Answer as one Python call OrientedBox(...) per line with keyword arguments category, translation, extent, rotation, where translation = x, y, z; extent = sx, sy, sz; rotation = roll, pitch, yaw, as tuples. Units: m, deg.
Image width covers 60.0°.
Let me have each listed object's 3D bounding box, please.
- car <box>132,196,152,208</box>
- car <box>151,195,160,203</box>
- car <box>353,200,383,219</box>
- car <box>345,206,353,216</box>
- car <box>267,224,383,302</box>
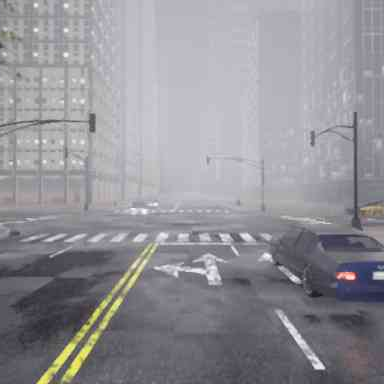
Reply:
OrientedBox(category="car", translation=(-7.138, 1.499, 46.348), extent=(1.895, 1.301, 4.718), rotation=(0, 0, -1))
OrientedBox(category="car", translation=(-7.372, 1.341, 65.191), extent=(2.128, 1.511, 4.902), rotation=(0, 0, -1))
OrientedBox(category="car", translation=(16.707, 1.474, 27.851), extent=(5.008, 1.535, 1.882), rotation=(0, -1, 2))
OrientedBox(category="car", translation=(16.928, 1.516, 31.097), extent=(5.008, 1.535, 1.882), rotation=(-1, -1, 2))
OrientedBox(category="car", translation=(3.353, 1.532, 8.414), extent=(2.033, 1.411, 5.357), rotation=(0, 0, 0))
